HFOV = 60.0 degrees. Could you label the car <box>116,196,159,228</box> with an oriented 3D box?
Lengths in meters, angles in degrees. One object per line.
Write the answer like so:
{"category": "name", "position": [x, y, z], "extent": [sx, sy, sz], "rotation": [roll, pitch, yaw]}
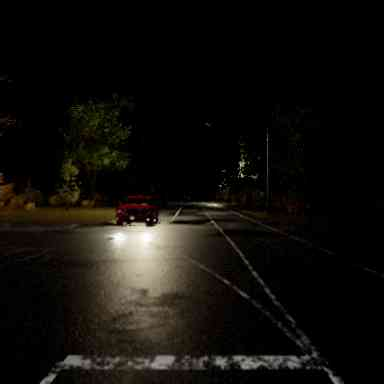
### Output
{"category": "car", "position": [-3.474, 1.263, 22.118], "extent": [2.150, 2.045, 5.566], "rotation": [1, -2, 0]}
